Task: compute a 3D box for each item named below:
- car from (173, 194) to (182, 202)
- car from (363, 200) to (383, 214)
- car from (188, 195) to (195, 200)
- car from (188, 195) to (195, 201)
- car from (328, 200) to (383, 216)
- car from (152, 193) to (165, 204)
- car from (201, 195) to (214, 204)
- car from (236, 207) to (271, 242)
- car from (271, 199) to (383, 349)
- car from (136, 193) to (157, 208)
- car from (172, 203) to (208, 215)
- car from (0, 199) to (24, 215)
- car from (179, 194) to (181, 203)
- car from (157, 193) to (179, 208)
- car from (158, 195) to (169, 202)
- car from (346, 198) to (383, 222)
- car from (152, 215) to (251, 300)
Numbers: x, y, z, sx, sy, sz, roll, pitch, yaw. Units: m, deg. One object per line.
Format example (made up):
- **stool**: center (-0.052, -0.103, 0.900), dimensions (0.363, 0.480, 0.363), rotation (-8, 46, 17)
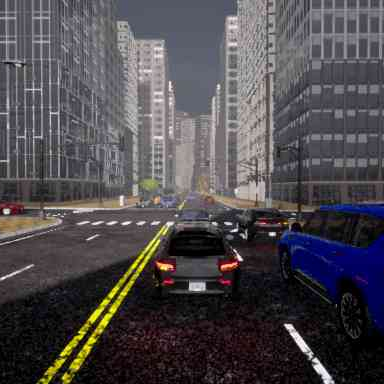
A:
- **car**: center (-3.321, 1.285, 77.348), dimensions (2.097, 1.767, 4.553), rotation (0, 0, 0)
- **car**: center (21.776, 1.643, 36.656), dimensions (4.829, 1.417, 1.752), rotation (1, 0, 1)
- **car**: center (-0.083, 1.461, 90.673), dimensions (1.994, 1.385, 4.181), rotation (0, 0, 0)
- **car**: center (-0.074, 1.464, 80.776), dimensions (2.033, 1.411, 5.357), rotation (0, 0, 0)
- **car**: center (16.886, 1.608, 34.135), dimensions (4.902, 1.511, 2.128), rotation (1, 1, 1)
- **car**: center (-6.591, 1.166, 65.970), dimensions (2.150, 2.045, 5.566), rotation (0, 0, 1)
- **car**: center (3.288, 1.424, 64.396), dimensions (1.882, 1.535, 5.008), rotation (0, 0, 0)
- **car**: center (3.336, 1.496, 16.243), dimensions (1.837, 1.490, 4.892), rotation (0, 0, 0)
- **car**: center (3.348, 1.218, 6.383), dimensions (2.150, 2.045, 5.566), rotation (0, 0, 0)
- **car**: center (-6.670, 1.318, 47.803), dimensions (2.097, 1.767, 4.553), rotation (0, 0, 1)
- **car**: center (0.086, 1.538, 17.514), dimensions (2.033, 1.411, 5.357), rotation (0, 0, 0)
- **car**: center (-18.546, 1.330, 31.481), dimensions (5.008, 1.535, 1.882), rotation (1, 1, 1)
- **car**: center (-3.386, 1.503, 57.323), dimensions (2.033, 1.411, 5.357), rotation (0, 0, 0)
- **car**: center (-3.389, 1.318, 47.851), dimensions (2.097, 1.767, 4.553), rotation (0, 0, 0)
- **car**: center (-6.571, 1.471, 76.450), dimensions (2.033, 1.411, 5.357), rotation (0, 0, 0)
- **car**: center (16.175, 1.519, 28.364), dimensions (5.009, 1.841, 2.192), rotation (1, 0, 1)
- **car**: center (0.092, 1.522, 8.240), dimensions (1.812, 1.442, 4.674), rotation (0, 0, 0)
